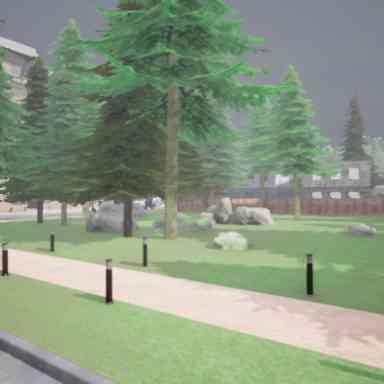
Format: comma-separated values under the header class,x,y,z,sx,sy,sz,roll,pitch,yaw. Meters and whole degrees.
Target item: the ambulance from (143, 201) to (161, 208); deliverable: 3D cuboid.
class,x,y,z,sx,sy,sz,roll,pitch,yaw
ambulance,-8.026,1.493,54.114,2.351,2.431,6.366,-1,0,37
